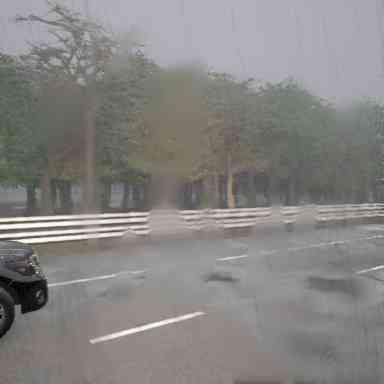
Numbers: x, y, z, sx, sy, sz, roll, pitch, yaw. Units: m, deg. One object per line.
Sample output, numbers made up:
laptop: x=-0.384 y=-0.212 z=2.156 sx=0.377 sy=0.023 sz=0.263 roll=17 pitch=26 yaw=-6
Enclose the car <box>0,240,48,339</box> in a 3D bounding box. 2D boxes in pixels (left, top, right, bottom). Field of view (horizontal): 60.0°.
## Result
car: x=-5.016 y=1.206 z=4.510 sx=5.566 sy=2.045 sz=2.150 roll=0 pitch=0 yaw=-36
